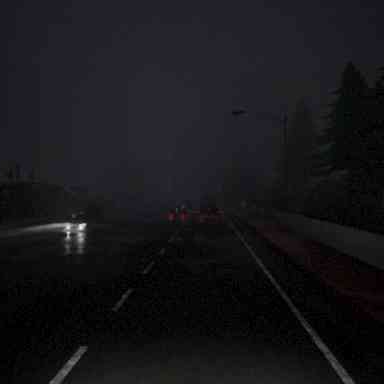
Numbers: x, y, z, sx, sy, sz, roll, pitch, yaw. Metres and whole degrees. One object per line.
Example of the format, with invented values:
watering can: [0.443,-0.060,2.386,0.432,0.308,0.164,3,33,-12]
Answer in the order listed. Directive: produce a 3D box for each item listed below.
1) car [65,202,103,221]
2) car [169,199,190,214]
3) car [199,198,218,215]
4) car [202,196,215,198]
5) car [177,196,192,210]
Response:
car: [-9.237,1.670,28.795,2.128,1.511,4.902,0,0,3]
car: [-1.556,1.773,39.361,1.812,1.442,4.674,0,0,3]
car: [1.847,1.711,36.830,1.882,1.535,5.008,0,0,3]
car: [2.337,1.518,46.811,2.150,2.045,5.566,0,0,3]
car: [-1.076,1.784,48.692,1.882,1.535,5.008,0,0,3]
